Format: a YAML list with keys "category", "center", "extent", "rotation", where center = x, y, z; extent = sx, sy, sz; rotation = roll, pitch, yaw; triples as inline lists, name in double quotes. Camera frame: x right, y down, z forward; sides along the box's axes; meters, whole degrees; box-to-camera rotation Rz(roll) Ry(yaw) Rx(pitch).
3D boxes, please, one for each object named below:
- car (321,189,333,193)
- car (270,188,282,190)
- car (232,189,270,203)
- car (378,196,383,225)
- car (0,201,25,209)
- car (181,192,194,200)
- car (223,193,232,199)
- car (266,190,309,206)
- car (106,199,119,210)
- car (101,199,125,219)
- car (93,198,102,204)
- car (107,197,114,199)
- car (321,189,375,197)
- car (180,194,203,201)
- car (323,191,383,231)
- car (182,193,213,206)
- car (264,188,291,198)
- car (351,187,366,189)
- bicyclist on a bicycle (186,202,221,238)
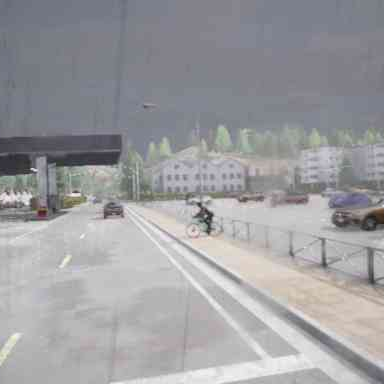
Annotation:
- category: "car"
  center: [24.972, 0.198, 59.145]
  extent: [3.806, 1.475, 1.970]
  rotation: [-2, 0, -14]
- category: "car"
  center: [17.248, 0.553, 60.967]
  extent: [4.514, 1.523, 2.007]
  rotation: [-2, 0, -14]
- category: "car"
  center: [9.244, 0.668, 51.781]
  extent: [4.605, 1.855, 1.932]
  rotation: [-2, 0, -14]
- category: "car"
  center: [10.318, 0.928, 13.439]
  extent: [4.514, 1.523, 2.007]
  rotation: [-2, 0, -14]
- category: "car"
  center: [-36.326, 2.605, 67.060]
  extent: [4.902, 1.511, 2.128]
  rotation: [-2, 0, -14]
- category: "car"
  center: [0.816, 0.965, 53.037]
  extent: [3.866, 1.878, 1.905]
  rotation: [-2, 0, -14]
- category: "car"
  center: [9.877, 0.793, 78.627]
  extent: [5.008, 1.535, 1.882]
  rotation: [-2, 0, -14]
- category: "car"
  center: [11.617, 0.798, 39.531]
  extent: [4.514, 1.523, 2.007]
  rotation: [-2, 0, -14]
- category: "car"
  center: [-12.467, 1.897, 51.960]
  extent: [1.837, 1.490, 4.892]
  rotation: [-2, 0, -14]
- category: "car"
  center: [-7.642, 1.744, 32.407]
  extent: [1.837, 1.490, 4.892]
  rotation: [-2, 0, -14]
- category: "car"
  center: [-25.061, 2.366, 88.023]
  extent: [1.994, 1.385, 4.181]
  rotation: [-2, 0, -14]
- category: "car"
  center: [-10.076, 1.794, 42.273]
  extent: [1.882, 1.535, 5.008]
  rotation: [-2, 0, -14]
- category: "car"
  center: [14.027, 0.743, 29.833]
  extent: [3.633, 1.501, 1.845]
  rotation: [-2, 0, -14]
- category: "car"
  center: [-0.050, 1.219, 76.142]
  extent: [4.902, 1.511, 2.128]
  rotation: [-2, 0, -14]
- category: "car"
  center: [9.498, 0.946, 16.467]
  extent: [5.027, 1.636, 2.152]
  rotation: [-2, 0, -14]
- category: "car"
  center: [1.049, 1.245, 49.665]
  extent: [3.806, 1.475, 1.970]
  rotation: [-2, 0, -14]
- category: "car"
  center: [19.966, 0.160, 77.547]
  extent: [5.566, 2.045, 2.150]
  rotation: [-2, 0, -14]
- category: "car"
  center: [26.856, 0.057, 53.003]
  extent: [5.027, 1.636, 2.152]
  rotation: [-2, 0, -14]
- category: "bicyclist on a bicycle"
  center: [0.515, 1.258, 15.088]
  extent: [1.656, 1.620, 0.582]
  rotation: [-2, 0, -14]
